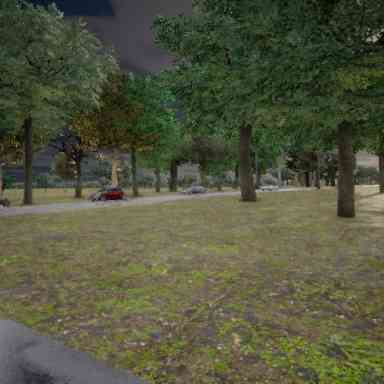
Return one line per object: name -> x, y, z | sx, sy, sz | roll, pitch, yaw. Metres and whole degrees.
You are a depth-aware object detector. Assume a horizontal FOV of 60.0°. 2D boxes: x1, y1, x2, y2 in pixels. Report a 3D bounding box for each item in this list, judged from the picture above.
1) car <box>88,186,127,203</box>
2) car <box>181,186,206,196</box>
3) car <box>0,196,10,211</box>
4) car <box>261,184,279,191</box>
car -> -9.952, 0.266, 39.020 | 2.097, 1.767, 4.553 | -1, 2, 38
car -> 0.218, -0.234, 52.190 | 2.128, 1.511, 4.902 | -1, 2, 38
car -> -17.945, 0.954, 27.896 | 1.837, 1.490, 4.892 | -2, 1, 31
car -> 15.494, -0.863, 66.006 | 1.895, 1.301, 4.718 | -1, 2, 37
